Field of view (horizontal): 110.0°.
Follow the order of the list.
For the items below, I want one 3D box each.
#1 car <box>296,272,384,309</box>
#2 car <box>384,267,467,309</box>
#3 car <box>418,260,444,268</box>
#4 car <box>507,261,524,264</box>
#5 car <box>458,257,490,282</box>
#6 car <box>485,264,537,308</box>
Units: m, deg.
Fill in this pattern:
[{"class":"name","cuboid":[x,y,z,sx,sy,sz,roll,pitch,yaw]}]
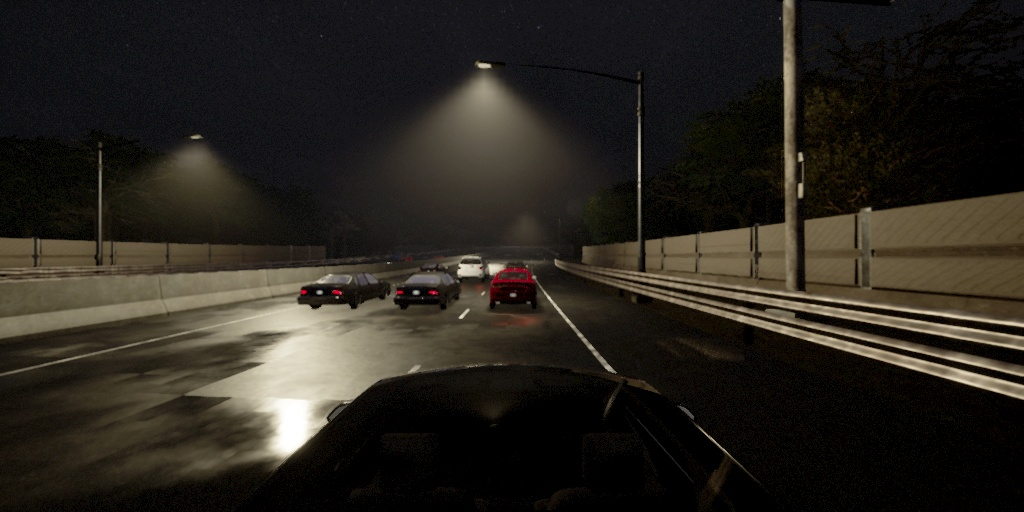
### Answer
[{"class":"car","cuboid":[-6.932,1.380,15.481,2.033,1.411,5.357,0,0,1]},{"class":"car","cuboid":[-3.433,1.380,15.443,2.033,1.411,5.357,0,0,1]},{"class":"car","cuboid":[-6.665,1.355,30.709,2.128,1.511,4.902,0,0,2]},{"class":"car","cuboid":[0.326,1.211,30.325,2.097,1.767,4.553,0,0,1]},{"class":"car","cuboid":[-3.177,1.079,30.344,2.150,2.045,5.566,0,0,1]},{"class":"car","cuboid":[0.078,1.312,15.886,1.882,1.535,5.008,0,0,1]}]
